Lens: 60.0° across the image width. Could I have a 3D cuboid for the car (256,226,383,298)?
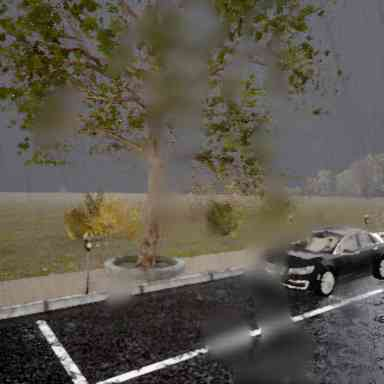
[{"bbox_3d":[3.554,1.609,8.635,4.403,1.369,2.008,1,0,-36],"label":"car"}]
